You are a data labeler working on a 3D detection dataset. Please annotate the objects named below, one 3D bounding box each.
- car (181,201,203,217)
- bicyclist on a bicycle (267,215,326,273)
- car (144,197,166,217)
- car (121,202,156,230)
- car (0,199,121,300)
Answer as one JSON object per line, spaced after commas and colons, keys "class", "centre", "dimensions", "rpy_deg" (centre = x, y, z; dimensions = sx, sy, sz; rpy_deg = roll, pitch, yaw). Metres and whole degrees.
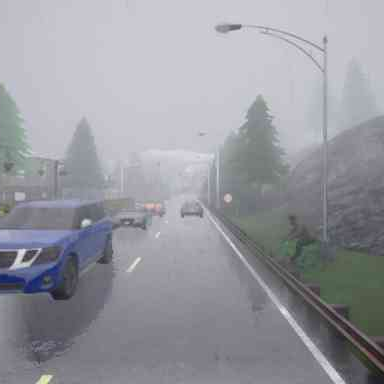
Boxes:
{"class": "car", "centre": [-0.005, 1.563, 30.983], "dimensions": [1.994, 1.385, 4.181], "rpy_deg": [0, 0, 0]}
{"class": "bicyclist on a bicycle", "centre": [2.902, 1.475, 9.172], "dimensions": [1.656, 1.620, 0.582], "rpy_deg": [3, 1, 0]}
{"class": "car", "centre": [-3.668, 1.351, 31.119], "dimensions": [2.097, 1.767, 4.553], "rpy_deg": [0, 0, 0]}
{"class": "car", "centre": [-3.662, 1.563, 20.747], "dimensions": [1.994, 1.385, 4.181], "rpy_deg": [0, 0, 0]}
{"class": "car", "centre": [-3.626, 1.221, 8.763], "dimensions": [2.150, 2.045, 5.566], "rpy_deg": [0, 0, 0]}
